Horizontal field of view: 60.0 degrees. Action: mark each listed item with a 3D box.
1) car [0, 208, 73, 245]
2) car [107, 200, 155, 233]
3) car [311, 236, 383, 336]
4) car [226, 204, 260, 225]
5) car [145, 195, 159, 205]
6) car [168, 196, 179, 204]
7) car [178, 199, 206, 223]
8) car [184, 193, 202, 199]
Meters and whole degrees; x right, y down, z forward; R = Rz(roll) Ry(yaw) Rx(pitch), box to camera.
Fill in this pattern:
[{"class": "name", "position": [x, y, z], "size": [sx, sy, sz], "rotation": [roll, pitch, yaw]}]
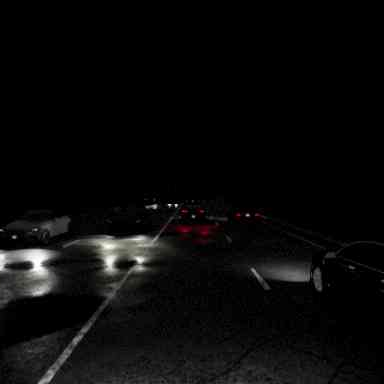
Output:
[{"class": "car", "position": [-7.081, 1.520, 15.579], "size": [1.812, 1.442, 4.674], "rotation": [0, 0, 0]}, {"class": "car", "position": [-3.593, 1.471, 19.691], "size": [1.882, 1.535, 5.008], "rotation": [0, 0, 0]}, {"class": "car", "position": [3.603, 1.502, 5.639], "size": [1.837, 1.490, 4.892], "rotation": [0, 0, 0]}, {"class": "car", "position": [3.607, 1.538, 24.027], "size": [2.033, 1.411, 5.357], "rotation": [0, 0, 0]}, {"class": "car", "position": [-7.016, 1.331, 57.818], "size": [2.097, 1.767, 4.553], "rotation": [0, 0, 1]}, {"class": "car", "position": [-3.471, 1.524, 62.171], "size": [2.033, 1.411, 5.357], "rotation": [0, 0, 1]}, {"class": "car", "position": [0.110, 1.516, 25.431], "size": [1.812, 1.442, 4.674], "rotation": [0, 0, 0]}, {"class": "car", "position": [0.115, 1.206, 43.004], "size": [2.150, 2.045, 5.566], "rotation": [0, 0, 0]}]
